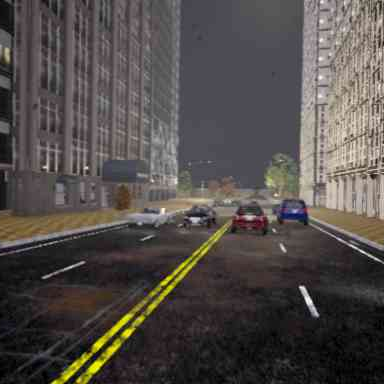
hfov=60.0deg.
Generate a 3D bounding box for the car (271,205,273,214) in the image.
[{"bbox_3d":[10.636,2.016,40.130,1.812,1.442,4.674,1,0,12],"label":"car"}]

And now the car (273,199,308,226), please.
[{"bbox_3d":[8.217,1.581,27.537,2.150,2.045,5.566,1,-1,11],"label":"car"}]

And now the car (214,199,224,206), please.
[{"bbox_3d":[5.010,2.026,62.381,2.033,1.411,5.357,1,0,12],"label":"car"}]

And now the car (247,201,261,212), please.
[{"bbox_3d":[8.706,2.008,46.795,1.812,1.442,4.674,1,0,11],"label":"car"}]

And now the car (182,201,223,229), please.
[{"bbox_3d":[0.647,1.653,23.502,2.128,1.511,4.902,1,0,11],"label":"car"}]

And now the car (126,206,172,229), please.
[{"bbox_3d":[-2.823,1.676,22.711,1.895,1.301,4.718,1,0,11],"label":"car"}]

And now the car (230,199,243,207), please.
[{"bbox_3d":[8.462,2.121,63.120,1.994,1.385,4.181,1,0,12],"label":"car"}]

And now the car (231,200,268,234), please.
[{"bbox_3d":[3.713,1.570,21.205,2.097,1.767,4.553,1,0,11],"label":"car"}]
